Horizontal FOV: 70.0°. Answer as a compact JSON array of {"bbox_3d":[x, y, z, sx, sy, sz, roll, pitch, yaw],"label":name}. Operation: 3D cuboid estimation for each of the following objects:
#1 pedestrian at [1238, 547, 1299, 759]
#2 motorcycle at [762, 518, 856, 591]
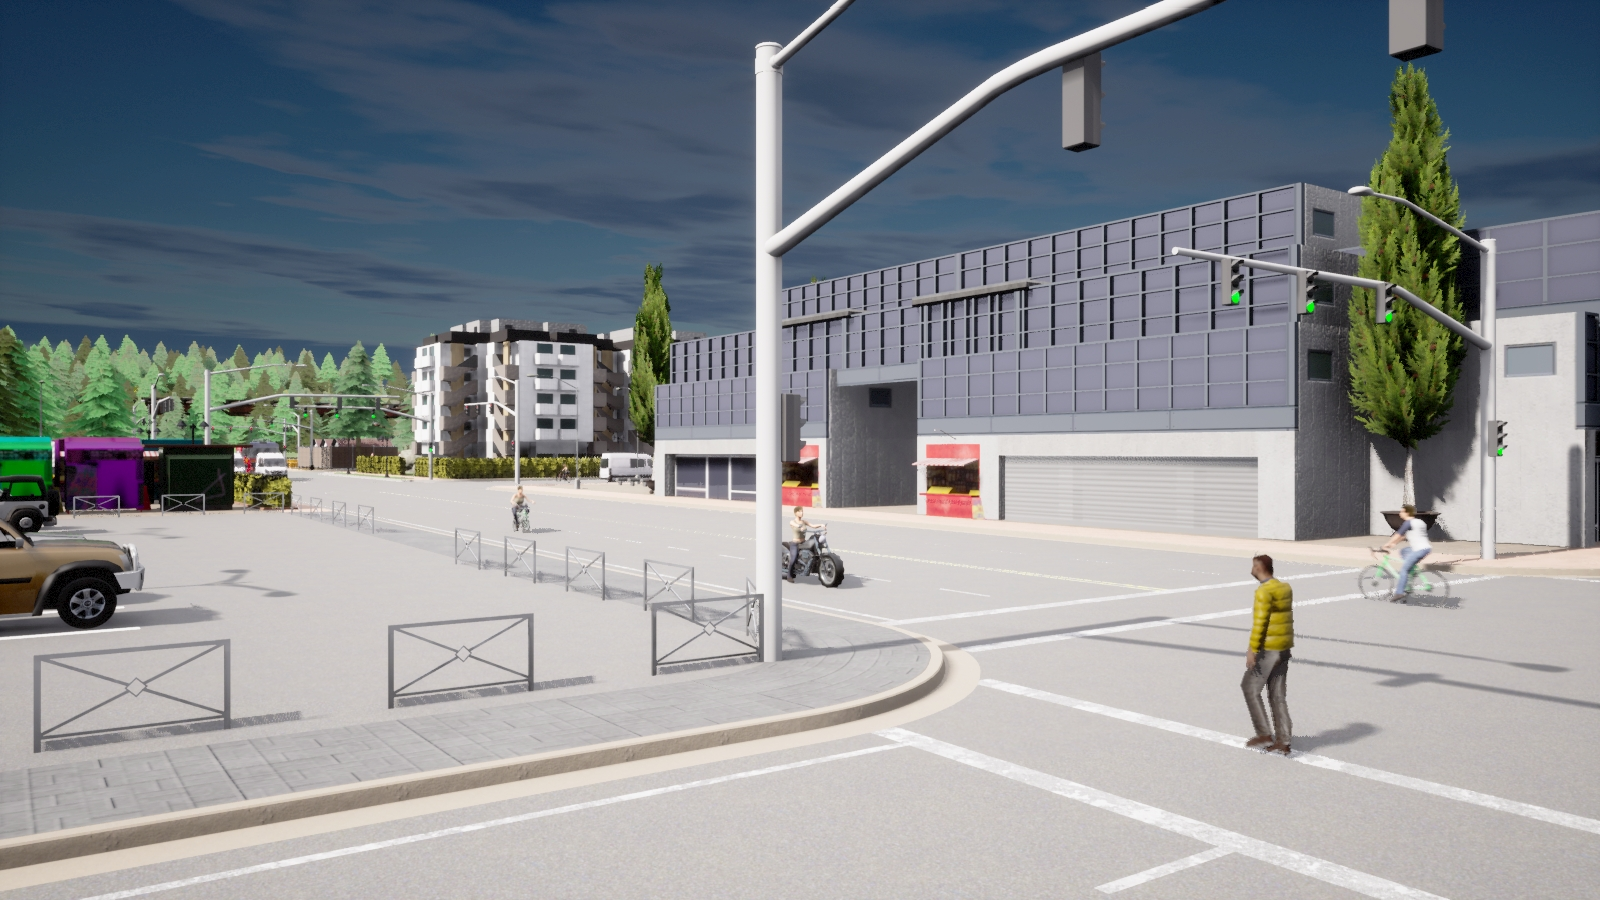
[{"bbox_3d":[4.310,1.849,10.520,0.375,1.860,0.375,0,0,-34],"label":"pedestrian"},{"bbox_3d":[0.165,2.155,23.900,0.764,1.307,2.356,0,0,-34],"label":"motorcycle"}]
